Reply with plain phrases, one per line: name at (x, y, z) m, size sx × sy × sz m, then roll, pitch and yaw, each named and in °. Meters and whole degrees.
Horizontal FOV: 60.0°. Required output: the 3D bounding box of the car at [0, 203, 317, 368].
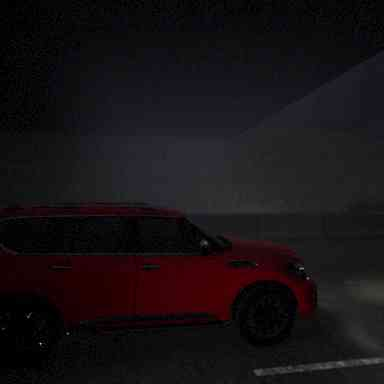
car at (-0.839, 1.215, 5.499) m, size 5.566 × 2.045 × 2.150 m, roll 0°, pitch 0°, yaw -10°

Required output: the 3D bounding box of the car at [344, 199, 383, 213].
car at (17.939, 1.427, 33.955) m, size 4.902 × 1.511 × 2.128 m, roll 0°, pitch 0°, yaw -10°

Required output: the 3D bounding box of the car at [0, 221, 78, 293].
car at (-5.774, 1.543, 8.170) m, size 5.357 × 1.411 × 2.033 m, roll 0°, pitch 0°, yaw -10°
